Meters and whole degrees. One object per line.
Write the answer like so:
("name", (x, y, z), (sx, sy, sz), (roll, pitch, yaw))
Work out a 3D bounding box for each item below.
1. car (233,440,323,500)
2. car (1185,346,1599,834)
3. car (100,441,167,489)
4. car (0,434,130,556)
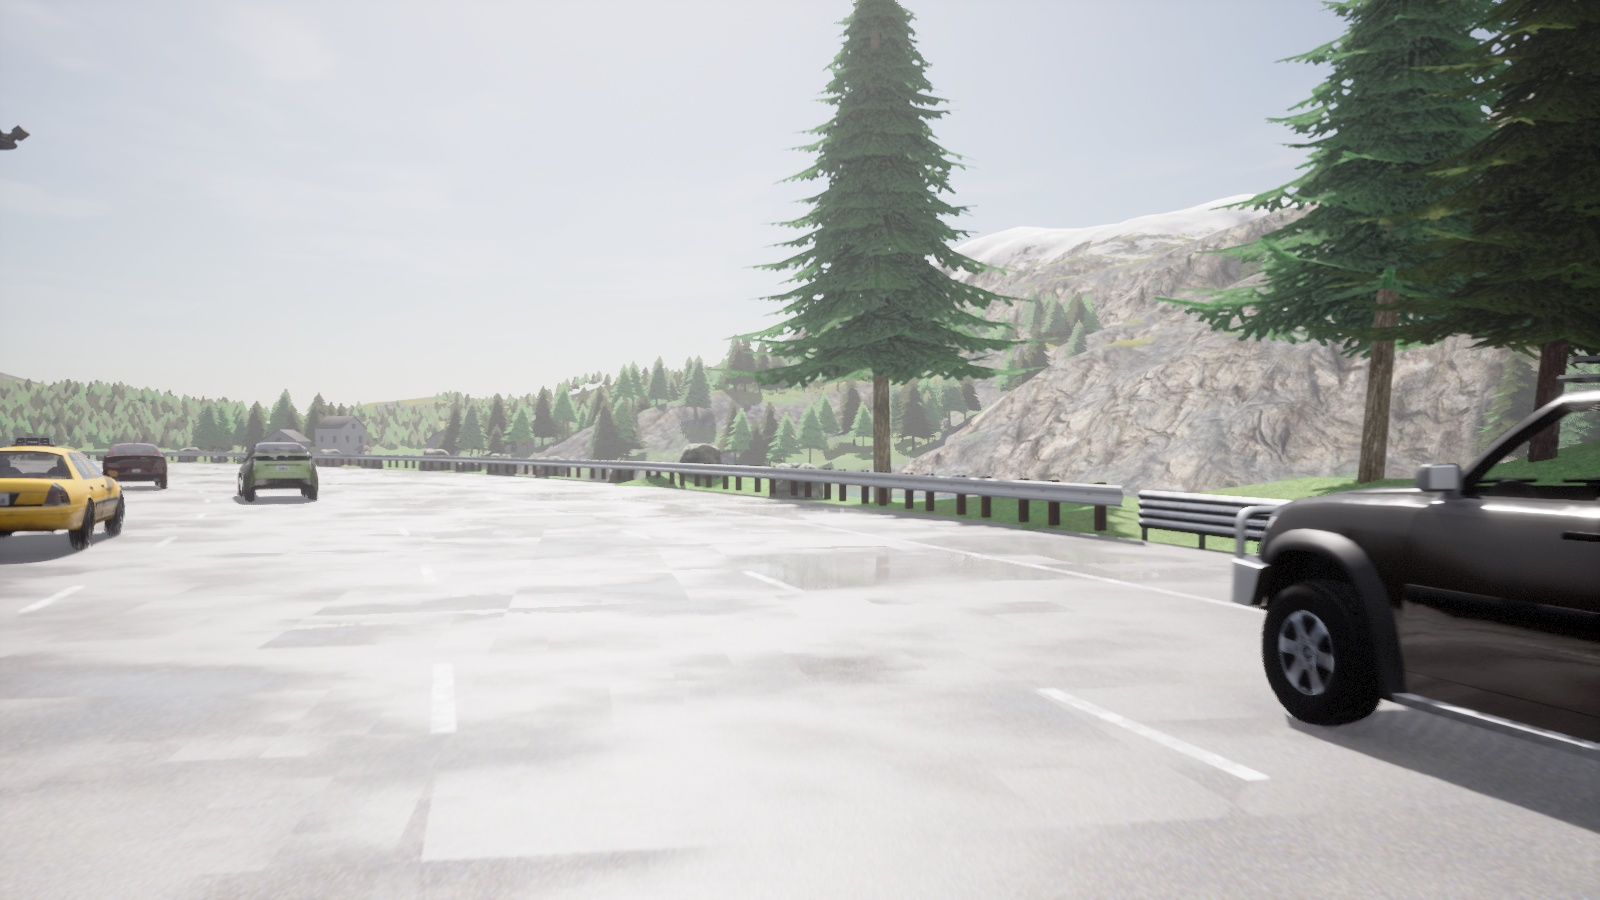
("car", (-14.341, 0.488, 34.372), (2.007, 1.525, 4.514), (0, 0, -26))
("car", (3.838, 0.535, 5.539), (1.932, 1.855, 4.605), (0, 0, -15))
("car", (-22.764, 0.464, 42.808), (1.882, 1.535, 5.008), (0, 0, -30))
("car", (-11.413, 0.570, 18.745), (1.801, 1.575, 5.366), (0, 0, -21))
